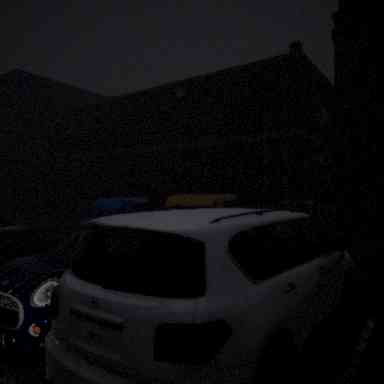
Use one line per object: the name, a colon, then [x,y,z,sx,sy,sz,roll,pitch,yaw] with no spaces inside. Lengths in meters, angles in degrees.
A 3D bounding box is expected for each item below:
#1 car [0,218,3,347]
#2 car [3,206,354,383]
car: [-1.517,1.359,6.477,2.185,1.767,4.553,0,0,36]
car: [0.771,1.230,4.840,2.435,2.045,5.566,0,0,36]
